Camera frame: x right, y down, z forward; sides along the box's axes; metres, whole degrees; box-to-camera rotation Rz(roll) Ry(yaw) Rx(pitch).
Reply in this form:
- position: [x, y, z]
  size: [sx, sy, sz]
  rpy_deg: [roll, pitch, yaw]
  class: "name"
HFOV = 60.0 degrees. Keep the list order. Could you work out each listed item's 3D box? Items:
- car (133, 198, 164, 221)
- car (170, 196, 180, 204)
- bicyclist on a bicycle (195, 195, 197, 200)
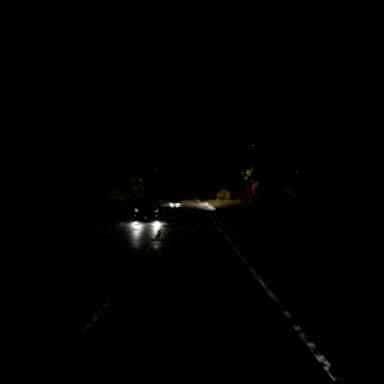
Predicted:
- position: [-3.585, 1.421, 27.971]
  size: [2.097, 1.767, 4.553]
  rpy_deg: [0, 0, 0]
  class: "car"
- position: [-3.469, 1.621, 68.615]
  size: [2.128, 1.511, 4.902]
  rpy_deg: [0, 0, 0]
  class: "car"
- position: [1.002, 1.490, 86.370]
  size: [0.659, 1.776, 1.843]
  rpy_deg: [0, 0, 0]
  class: "bicyclist on a bicycle"
